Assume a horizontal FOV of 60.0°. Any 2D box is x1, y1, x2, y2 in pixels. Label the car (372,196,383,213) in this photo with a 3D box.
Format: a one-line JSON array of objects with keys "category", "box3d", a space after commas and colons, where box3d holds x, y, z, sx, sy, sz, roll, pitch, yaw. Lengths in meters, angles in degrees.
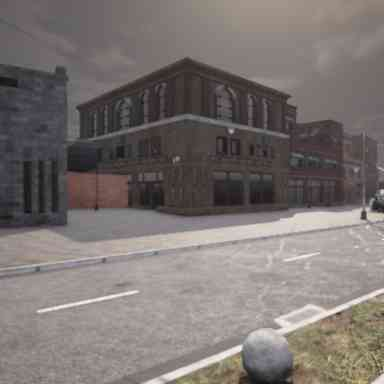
[{"category": "car", "box3d": [23.067, 1.436, 36.864, 2.435, 2.045, 5.566, 2, -1, -45]}]
